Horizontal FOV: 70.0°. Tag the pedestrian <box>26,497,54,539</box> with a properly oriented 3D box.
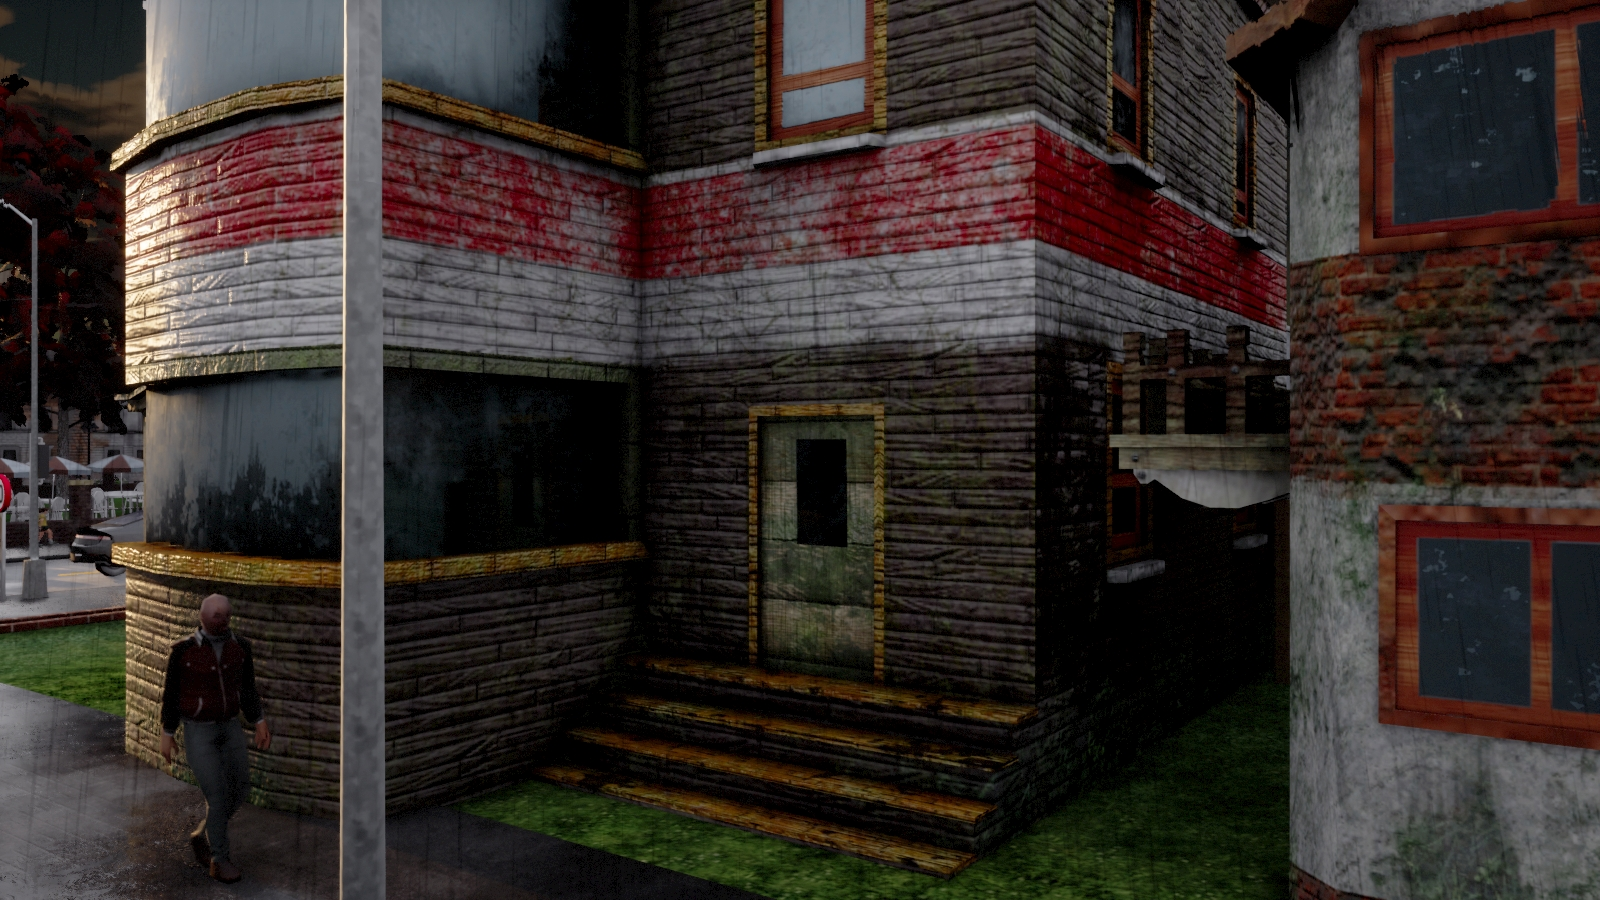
[{"bbox_3d":[-21.105,1.882,31.748,0.500,1.100,0.500,0,0,35],"label":"pedestrian"}]

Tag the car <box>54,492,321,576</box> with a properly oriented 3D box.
[{"bbox_3d":[-13.748,1.817,25.958,2.128,1.511,4.902,0,0,34],"label":"car"}]

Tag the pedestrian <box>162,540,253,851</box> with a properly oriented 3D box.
[{"bbox_3d":[-3.753,1.522,7.241,0.375,1.860,0.375,0,0,35],"label":"pedestrian"}]
